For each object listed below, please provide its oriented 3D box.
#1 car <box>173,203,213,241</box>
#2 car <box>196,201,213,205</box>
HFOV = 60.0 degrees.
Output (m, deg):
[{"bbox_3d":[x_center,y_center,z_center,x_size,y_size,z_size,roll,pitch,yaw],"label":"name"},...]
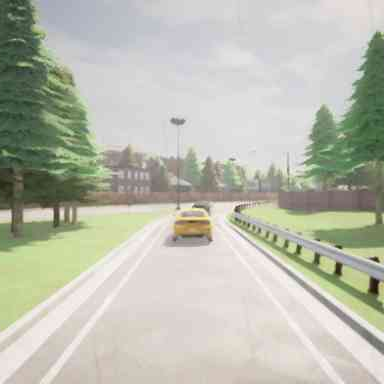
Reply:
[{"bbox_3d":[0.013,1.588,17.432,1.882,1.535,5.008,0,0,0],"label":"car"},{"bbox_3d":[1.204,1.732,36.293,1.837,1.490,4.892,-1,0,9],"label":"car"}]
